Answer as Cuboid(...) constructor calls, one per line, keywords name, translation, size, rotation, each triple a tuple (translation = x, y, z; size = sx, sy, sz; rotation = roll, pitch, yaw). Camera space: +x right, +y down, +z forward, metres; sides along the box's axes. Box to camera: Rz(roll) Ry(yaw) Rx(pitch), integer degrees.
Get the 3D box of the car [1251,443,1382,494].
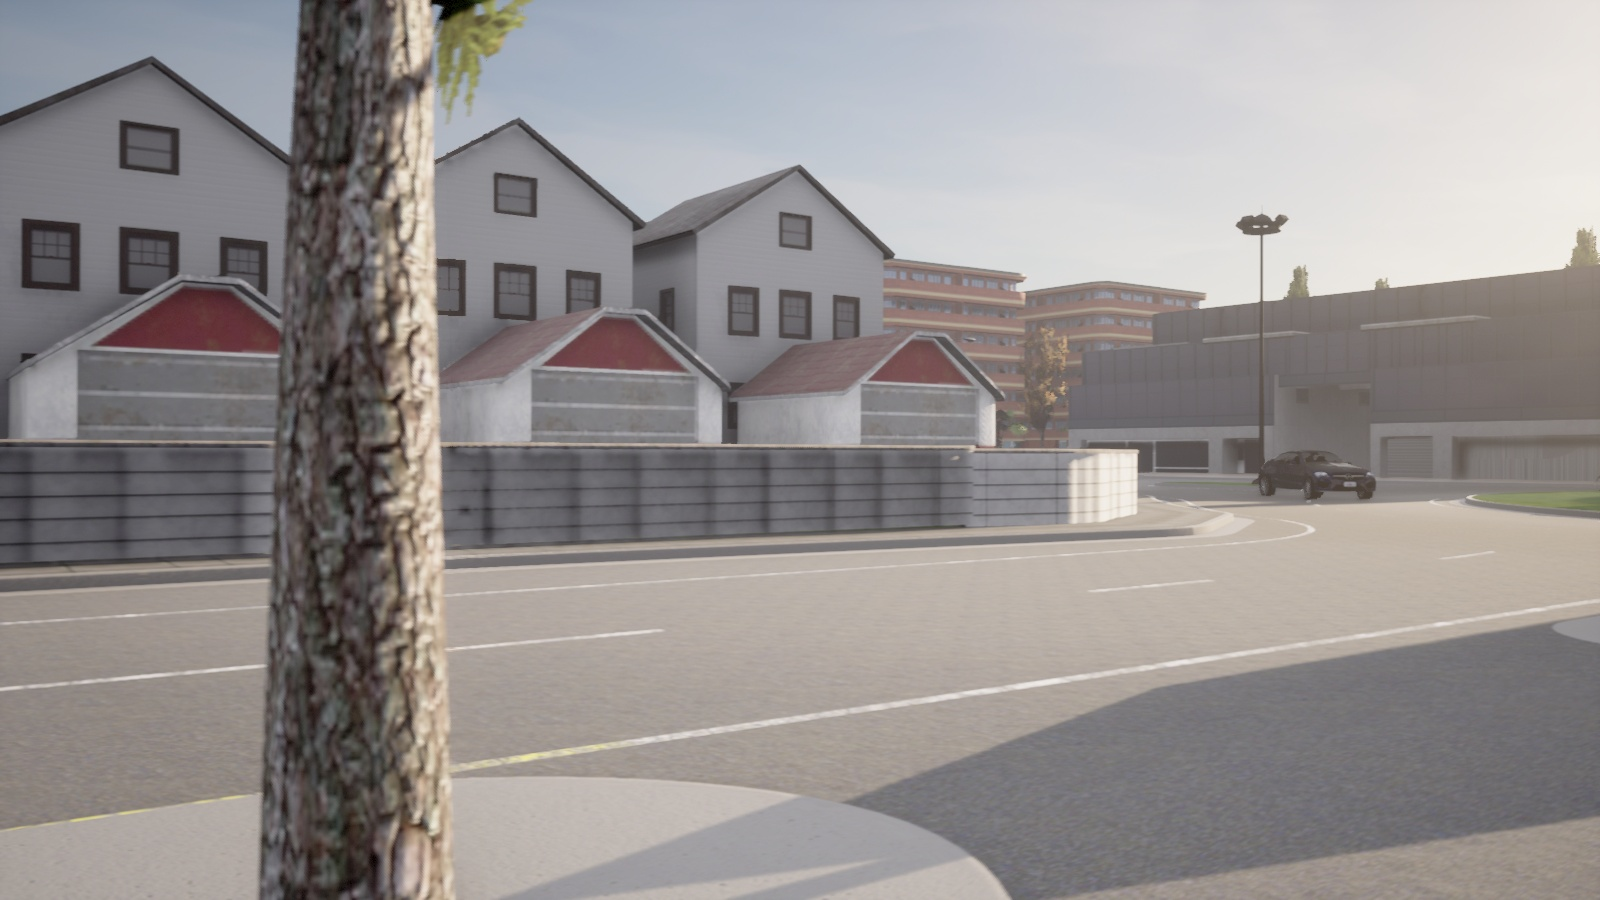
Cuboid(name="car", translation=(17.549, 0.592, 42.984), size=(2.152, 1.651, 5.027), rotation=(0, 0, -4))
